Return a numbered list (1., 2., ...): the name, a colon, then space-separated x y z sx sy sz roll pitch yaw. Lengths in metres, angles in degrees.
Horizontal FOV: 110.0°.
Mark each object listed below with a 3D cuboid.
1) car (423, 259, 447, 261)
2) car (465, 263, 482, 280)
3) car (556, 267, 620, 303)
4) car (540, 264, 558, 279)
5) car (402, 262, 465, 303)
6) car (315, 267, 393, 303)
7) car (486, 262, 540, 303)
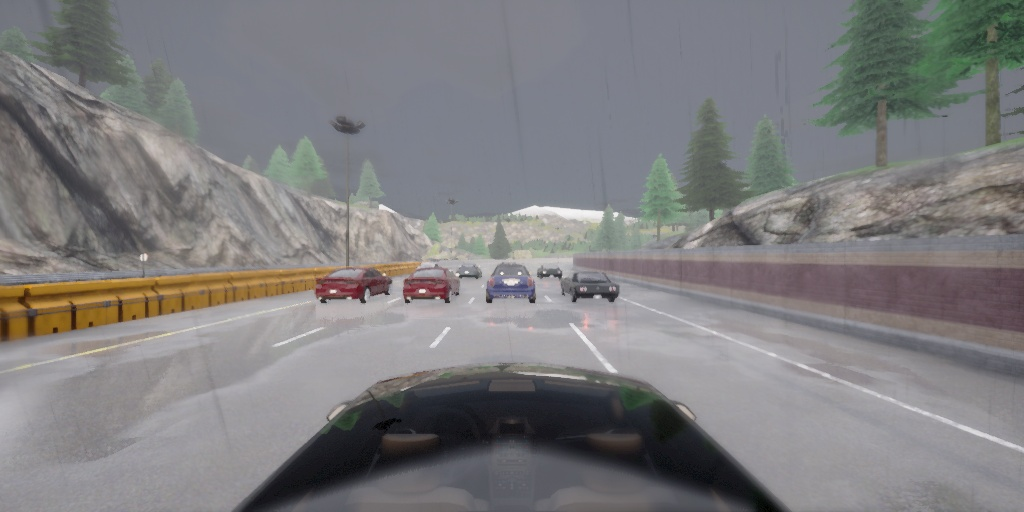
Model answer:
1. car: -7.256 1.283 31.565 1.812 1.442 4.674 0 0 -1
2. car: -3.756 1.322 31.609 1.994 1.385 4.181 0 0 -1
3. car: 3.433 1.366 16.729 1.895 1.301 4.718 0 0 -1
4. car: 3.243 1.366 31.728 1.895 1.301 4.718 0 0 -1
5. car: -3.567 1.235 16.610 1.882 1.535 5.008 0 0 -1
6. car: -7.066 1.235 16.566 1.882 1.535 5.008 0 0 -1
7. car: -0.066 1.116 16.625 2.097 1.767 4.553 0 0 -1
